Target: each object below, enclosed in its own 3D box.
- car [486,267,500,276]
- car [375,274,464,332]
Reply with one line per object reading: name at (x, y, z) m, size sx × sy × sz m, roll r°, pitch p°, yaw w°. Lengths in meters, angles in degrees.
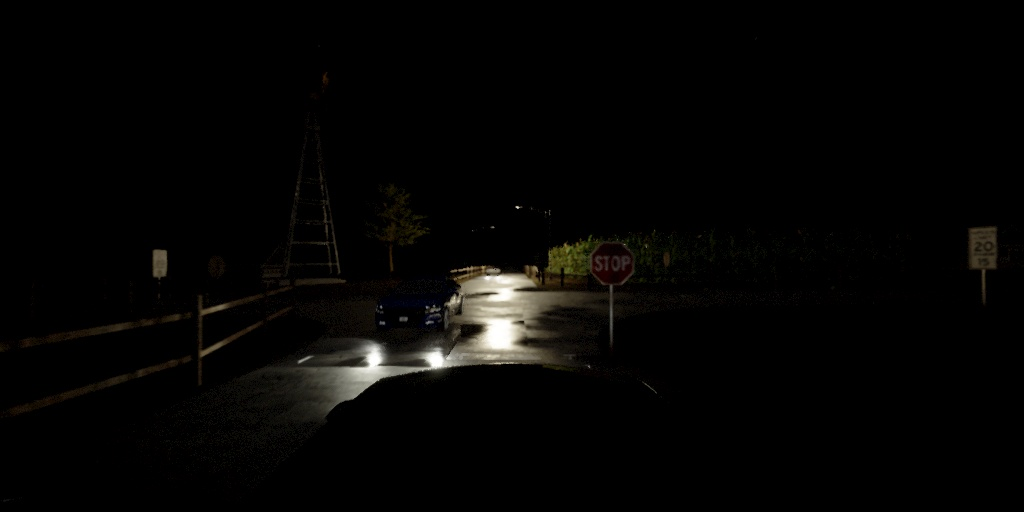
car at (-2.629, 2.176, 50.978) m, size 1.895 × 1.301 × 4.718 m, roll 0°, pitch -1°, yaw 0°
car at (-2.741, 1.364, 11.559) m, size 1.882 × 1.535 × 5.008 m, roll -1°, pitch -1°, yaw 0°
